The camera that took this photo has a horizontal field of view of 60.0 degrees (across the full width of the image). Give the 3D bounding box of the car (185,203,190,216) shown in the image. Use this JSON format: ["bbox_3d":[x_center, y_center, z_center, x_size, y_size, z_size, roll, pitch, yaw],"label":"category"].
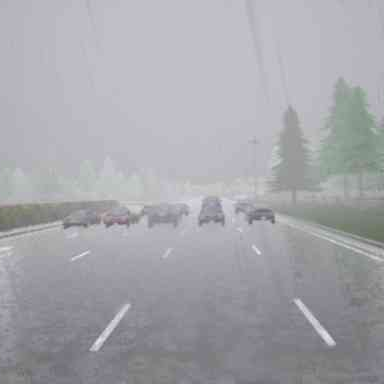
[{"bbox_3d":[-1.257,1.936,37.381,2.033,1.411,5.357,-2,0,4],"label":"car"}]

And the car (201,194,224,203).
[{"bbox_3d":[2.245,1.473,37.530,2.150,2.045,5.566,-2,0,4],"label":"car"}]

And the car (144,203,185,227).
[{"bbox_3d":[-1.990,1.663,25.721,2.097,1.767,4.553,-2,-1,4],"label":"car"}]

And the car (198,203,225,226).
[{"bbox_3d":[1.472,1.768,24.926,1.895,1.301,4.718,-2,0,4],"label":"car"}]

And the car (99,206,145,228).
[{"bbox_3d":[-5.436,2.058,26.442,1.895,1.301,4.718,-2,0,4],"label":"car"}]

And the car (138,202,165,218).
[{"bbox_3d":[-4.647,2.031,39.038,2.128,1.511,4.902,-2,0,4],"label":"car"}]

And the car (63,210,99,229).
[{"bbox_3d":[-8.885,2.167,27.301,1.994,1.385,4.181,-2,0,4],"label":"car"}]

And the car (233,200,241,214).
[{"bbox_3d":[5.733,1.599,37.104,2.128,1.511,4.902,-2,0,4],"label":"car"}]

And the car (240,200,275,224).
[{"bbox_3d":[4.970,1.533,24.922,1.837,1.490,4.892,-2,0,3],"label":"car"}]
